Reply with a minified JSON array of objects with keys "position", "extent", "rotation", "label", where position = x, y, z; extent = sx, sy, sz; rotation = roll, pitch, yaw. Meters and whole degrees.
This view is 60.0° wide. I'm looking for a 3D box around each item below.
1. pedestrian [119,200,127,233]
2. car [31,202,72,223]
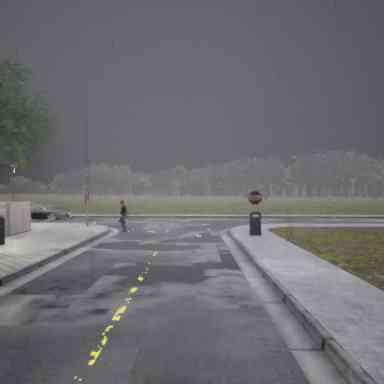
[{"position":[-3.701,1.294,17.950],"extent":[0.375,1.860,0.375],"rotation":[0,0,0],"label":"pedestrian"},{"position":[-11.304,1.476,24.231],"extent":[4.902,1.511,2.128],"rotation":[0,0,0],"label":"car"}]
